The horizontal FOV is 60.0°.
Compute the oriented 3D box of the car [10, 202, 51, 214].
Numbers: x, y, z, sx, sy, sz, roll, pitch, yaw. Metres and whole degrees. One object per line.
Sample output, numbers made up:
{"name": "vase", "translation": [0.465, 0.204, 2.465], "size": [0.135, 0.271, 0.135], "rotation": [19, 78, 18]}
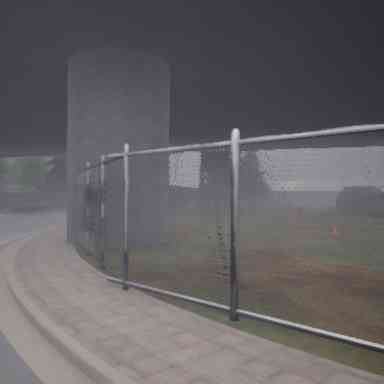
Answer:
{"name": "car", "translation": [-18.919, 1.875, 39.117], "size": [1.895, 1.301, 4.718], "rotation": [0, -1, 16]}
